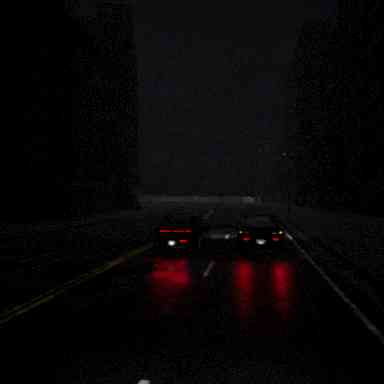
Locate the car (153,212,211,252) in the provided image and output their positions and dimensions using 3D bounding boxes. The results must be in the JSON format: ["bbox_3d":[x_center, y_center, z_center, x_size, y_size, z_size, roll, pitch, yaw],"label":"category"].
[{"bbox_3d":[-0.330,1.636,14.719,1.837,1.490,4.892,-1,0,10],"label":"car"}]

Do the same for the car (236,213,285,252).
[{"bbox_3d":[2.886,1.620,14.242,1.812,1.442,4.674,-1,0,10],"label":"car"}]
